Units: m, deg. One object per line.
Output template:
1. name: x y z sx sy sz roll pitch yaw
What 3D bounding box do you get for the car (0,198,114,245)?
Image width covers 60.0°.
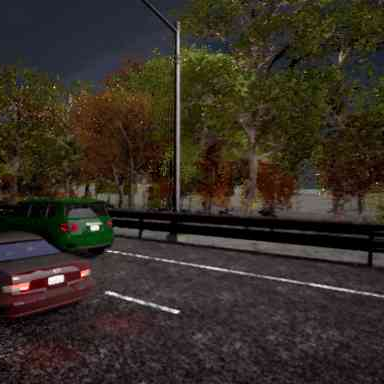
1. car: -5.266 1.237 12.283 5.566 2.045 2.150 0 0 37

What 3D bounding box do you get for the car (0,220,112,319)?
1. car: -4.347 1.551 7.228 5.357 1.411 2.033 0 0 37
